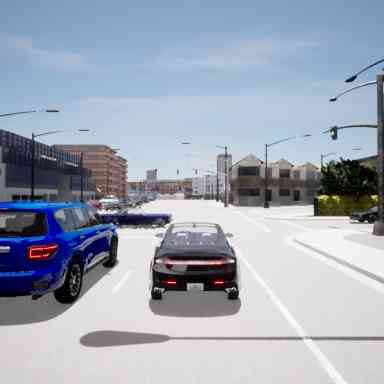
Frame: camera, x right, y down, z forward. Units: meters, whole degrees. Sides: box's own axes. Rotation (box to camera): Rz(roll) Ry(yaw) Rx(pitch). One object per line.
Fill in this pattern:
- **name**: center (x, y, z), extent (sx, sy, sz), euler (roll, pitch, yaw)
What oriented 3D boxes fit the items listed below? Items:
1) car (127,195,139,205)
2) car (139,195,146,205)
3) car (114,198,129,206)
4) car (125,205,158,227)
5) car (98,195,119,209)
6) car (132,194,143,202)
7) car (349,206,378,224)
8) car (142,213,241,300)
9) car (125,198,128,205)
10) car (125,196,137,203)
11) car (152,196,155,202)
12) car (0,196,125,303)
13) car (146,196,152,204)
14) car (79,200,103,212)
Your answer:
- **car**: center (-10.625, 1.787, 54.716), extent (2.097, 1.767, 4.553), euler (0, 0, 0)
- **car**: center (-10.595, 1.901, 63.624), extent (1.837, 1.490, 4.892), euler (0, 1, 1)
- **car**: center (-14.063, 1.967, 66.365), extent (1.895, 1.301, 4.718), euler (0, 1, 0)
- **car**: center (-3.578, 1.712, 21.966), extent (4.718, 1.301, 1.895), euler (0, -1, 0)
- **car**: center (-14.125, 1.652, 56.615), extent (2.150, 2.045, 5.566), euler (0, 0, 0)
- **car**: center (-14.066, 1.540, 86.664), extent (2.097, 1.767, 4.553), euler (0, 0, 0)
- **car**: center (15.081, 1.686, 25.544), extent (5.357, 1.411, 2.033), euler (0, -1, 0)
- **car**: center (0.062, 1.507, 8.422), extent (2.128, 1.511, 4.902), euler (0, 0, 0)
- **car**: center (-10.631, 1.939, 46.126), extent (1.994, 1.385, 4.181), euler (0, 0, 0)
- **car**: center (-14.058, 1.728, 76.460), extent (1.837, 1.490, 4.892), euler (0, 1, 0)
- **car**: center (-10.564, 1.717, 84.103), extent (2.033, 1.411, 5.357), euler (0, 0, 0)
- **car**: center (-3.439, 1.240, 8.379), extent (2.150, 2.045, 5.566), euler (0, 0, 0)
- **car**: center (-10.556, 1.761, 73.796), extent (1.837, 1.490, 4.892), euler (0, 1, 0)
- **car**: center (-14.136, 1.862, 46.910), extent (1.882, 1.535, 5.008), euler (0, -1, 0)
